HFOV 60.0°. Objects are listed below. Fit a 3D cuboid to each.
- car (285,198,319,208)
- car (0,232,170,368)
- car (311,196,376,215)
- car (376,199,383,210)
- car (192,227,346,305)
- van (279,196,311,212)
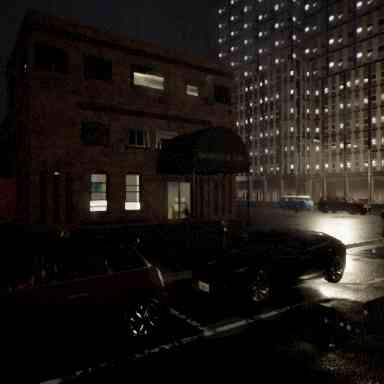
[{"bbox_3d":[15.472,1.514,46.950,1.802,1.307,4.206,0,0,-35],"label":"car"},{"bbox_3d":[-2.442,1.440,4.826,4.097,1.590,1.967,0,0,-35],"label":"car"},{"bbox_3d":[14.934,1.308,33.065,2.192,1.841,5.009,0,0,-35],"label":"car"},{"bbox_3d":[21.810,1.498,37.859,2.008,1.369,4.403,0,0,-35],"label":"car"},{"bbox_3d":[2.022,1.565,8.078,4.313,1.339,1.947,0,0,-35],"label":"car"},{"bbox_3d":[11.765,1.326,37.611,1.690,1.788,3.998,0,0,-35],"label":"van"}]
